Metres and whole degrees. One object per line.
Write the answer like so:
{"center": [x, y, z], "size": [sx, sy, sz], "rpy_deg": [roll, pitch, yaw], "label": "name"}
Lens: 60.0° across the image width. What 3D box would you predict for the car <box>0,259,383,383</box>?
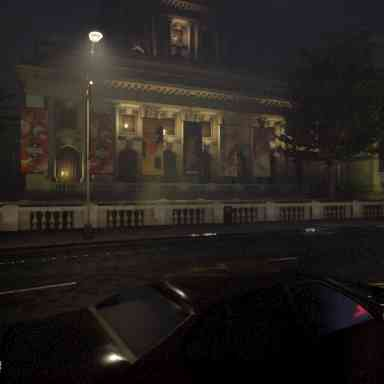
{"center": [0.729, 1.548, 3.808], "size": [5.357, 1.411, 2.033], "rpy_deg": [0, 0, -30], "label": "car"}
